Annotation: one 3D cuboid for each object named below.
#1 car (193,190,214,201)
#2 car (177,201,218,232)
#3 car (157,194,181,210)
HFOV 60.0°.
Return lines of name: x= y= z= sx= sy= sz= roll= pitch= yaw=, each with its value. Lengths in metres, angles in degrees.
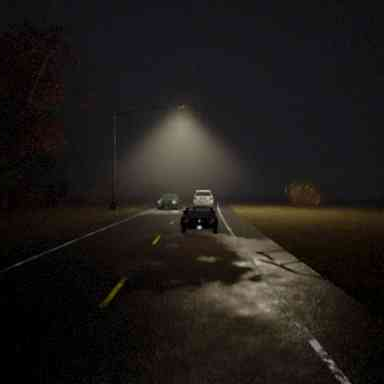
car: x=1.341 y=0.834 z=37.766 sx=2.150 sy=2.045 sz=5.566 roll=0 pitch=1 yaw=4
car: x=0.429 y=1.411 z=18.439 sx=1.895 sy=1.301 sz=4.718 roll=0 pitch=1 yaw=2
car: x=-2.431 y=0.984 z=35.666 sx=2.097 sy=1.767 sz=4.553 roll=0 pitch=1 yaw=4
